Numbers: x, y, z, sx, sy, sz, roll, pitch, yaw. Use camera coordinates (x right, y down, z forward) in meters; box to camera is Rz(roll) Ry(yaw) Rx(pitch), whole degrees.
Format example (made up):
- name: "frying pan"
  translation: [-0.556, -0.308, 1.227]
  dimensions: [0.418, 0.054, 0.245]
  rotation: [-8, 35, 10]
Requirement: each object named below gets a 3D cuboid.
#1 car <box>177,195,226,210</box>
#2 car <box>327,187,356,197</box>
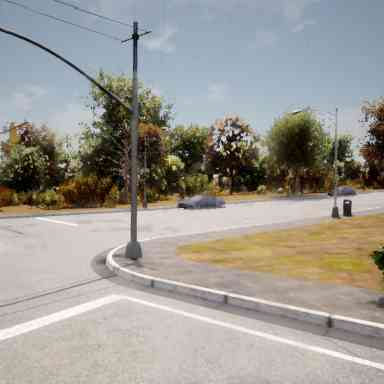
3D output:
- name: "car"
  translation: [1.062, 1.041, 34.387]
  dimensions: [5.357, 1.411, 2.033]
  rotation: [-2, 2, -37]
- name: "car"
  translation: [21.006, -0.055, 46.698]
  dimensions: [4.181, 1.385, 1.994]
  rotation: [-3, 2, -27]
